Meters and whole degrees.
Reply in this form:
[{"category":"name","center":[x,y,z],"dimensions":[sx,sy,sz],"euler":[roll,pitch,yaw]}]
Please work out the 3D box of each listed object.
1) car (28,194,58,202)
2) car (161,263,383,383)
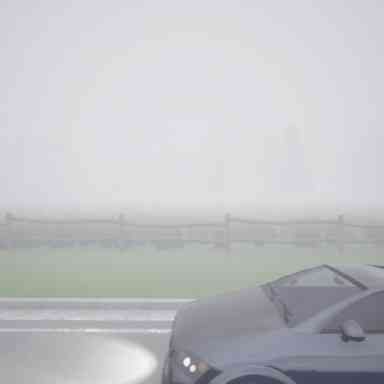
[{"category":"car","center":[-25.912,1.058,57.945],"dimensions":[4.605,1.855,1.932],"euler":[0,0,0]},{"category":"car","center":[1.765,1.562,3.682],"dimensions":[4.181,1.385,1.994],"euler":[0,0,0]}]
